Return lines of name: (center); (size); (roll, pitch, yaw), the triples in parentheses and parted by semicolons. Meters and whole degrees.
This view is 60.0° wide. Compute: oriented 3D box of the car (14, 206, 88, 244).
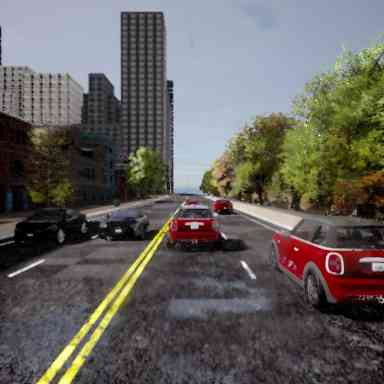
car: (-6.596, 1.480, 16.057); (1.882, 1.535, 5.008); (0, 0, 0)

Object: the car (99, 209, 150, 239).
car: (-3.345, 1.567, 17.066); (1.994, 1.385, 4.181); (0, 0, 0)

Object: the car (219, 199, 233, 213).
car: (3.346, 1.480, 36.406); (1.882, 1.535, 5.008); (0, 0, 0)

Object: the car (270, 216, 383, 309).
car: (3.350, 1.354, 8.031); (2.097, 1.767, 4.553); (0, 0, 0)

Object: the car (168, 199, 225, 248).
car: (0.100, 1.355, 14.880); (2.097, 1.767, 4.553); (0, 0, 0)
